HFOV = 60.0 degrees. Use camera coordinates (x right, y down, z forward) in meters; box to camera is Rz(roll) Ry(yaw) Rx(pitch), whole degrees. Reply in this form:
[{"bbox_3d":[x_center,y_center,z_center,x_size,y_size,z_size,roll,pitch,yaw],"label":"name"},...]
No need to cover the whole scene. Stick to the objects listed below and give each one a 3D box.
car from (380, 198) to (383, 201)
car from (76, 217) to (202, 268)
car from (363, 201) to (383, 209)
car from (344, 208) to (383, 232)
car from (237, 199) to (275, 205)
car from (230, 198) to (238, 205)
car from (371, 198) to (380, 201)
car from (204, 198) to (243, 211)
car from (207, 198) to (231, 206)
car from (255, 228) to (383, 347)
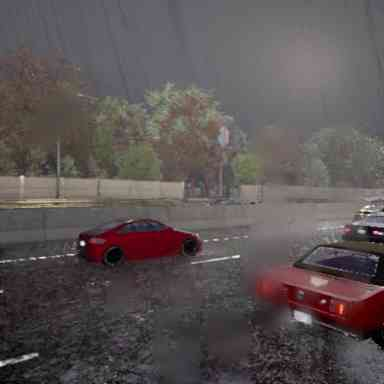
[{"bbox_3d":[37.429,1.870,61.777,4.181,1.385,1.994,1,0,-36],"label":"car"},{"bbox_3d":[-1.687,1.541,11.249,4.181,1.385,1.994,0,0,-36],"label":"car"},{"bbox_3d":[12.470,1.584,21.633,4.902,1.511,2.128,0,0,-36],"label":"car"},{"bbox_3d":[8.666,1.611,14.506,5.357,1.411,2.033,0,0,-36],"label":"car"},{"bbox_3d":[6.603,1.602,30.596,4.181,1.385,1.994,0,0,-36],"label":"car"},{"bbox_3d":[6.729,1.542,35.027,4.892,1.490,1.837,1,0,-36],"label":"car"},{"bbox_3d":[37.462,1.903,66.143,4.718,1.301,1.895,1,0,-36],"label":"car"},{"bbox_3d":[4.022,1.516,41.719,4.892,1.490,1.837,1,0,-36],"label":"car"},{"bbox_3d":[4.307,1.562,37.596,5.357,1.411,2.033,0,0,-36],"label":"car"},{"bbox_3d":[3.477,1.624,6.352,4.718,1.301,1.895,0,0,-36],"label":"car"}]
